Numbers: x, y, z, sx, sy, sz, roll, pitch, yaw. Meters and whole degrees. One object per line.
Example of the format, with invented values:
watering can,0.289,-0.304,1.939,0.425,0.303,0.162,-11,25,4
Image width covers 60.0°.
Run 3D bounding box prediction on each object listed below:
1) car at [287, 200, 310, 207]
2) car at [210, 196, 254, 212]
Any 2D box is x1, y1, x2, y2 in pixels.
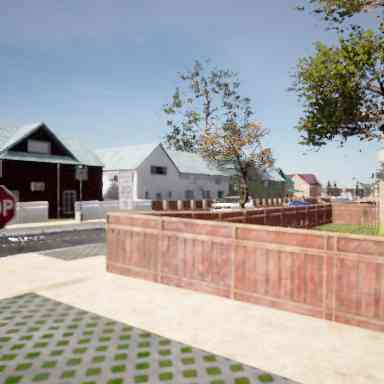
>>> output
car,14.875,1.889,46.431,1.882,1.535,5.008,0,0,37
car,3.955,1.421,32.006,2.150,2.045,5.566,0,0,37
